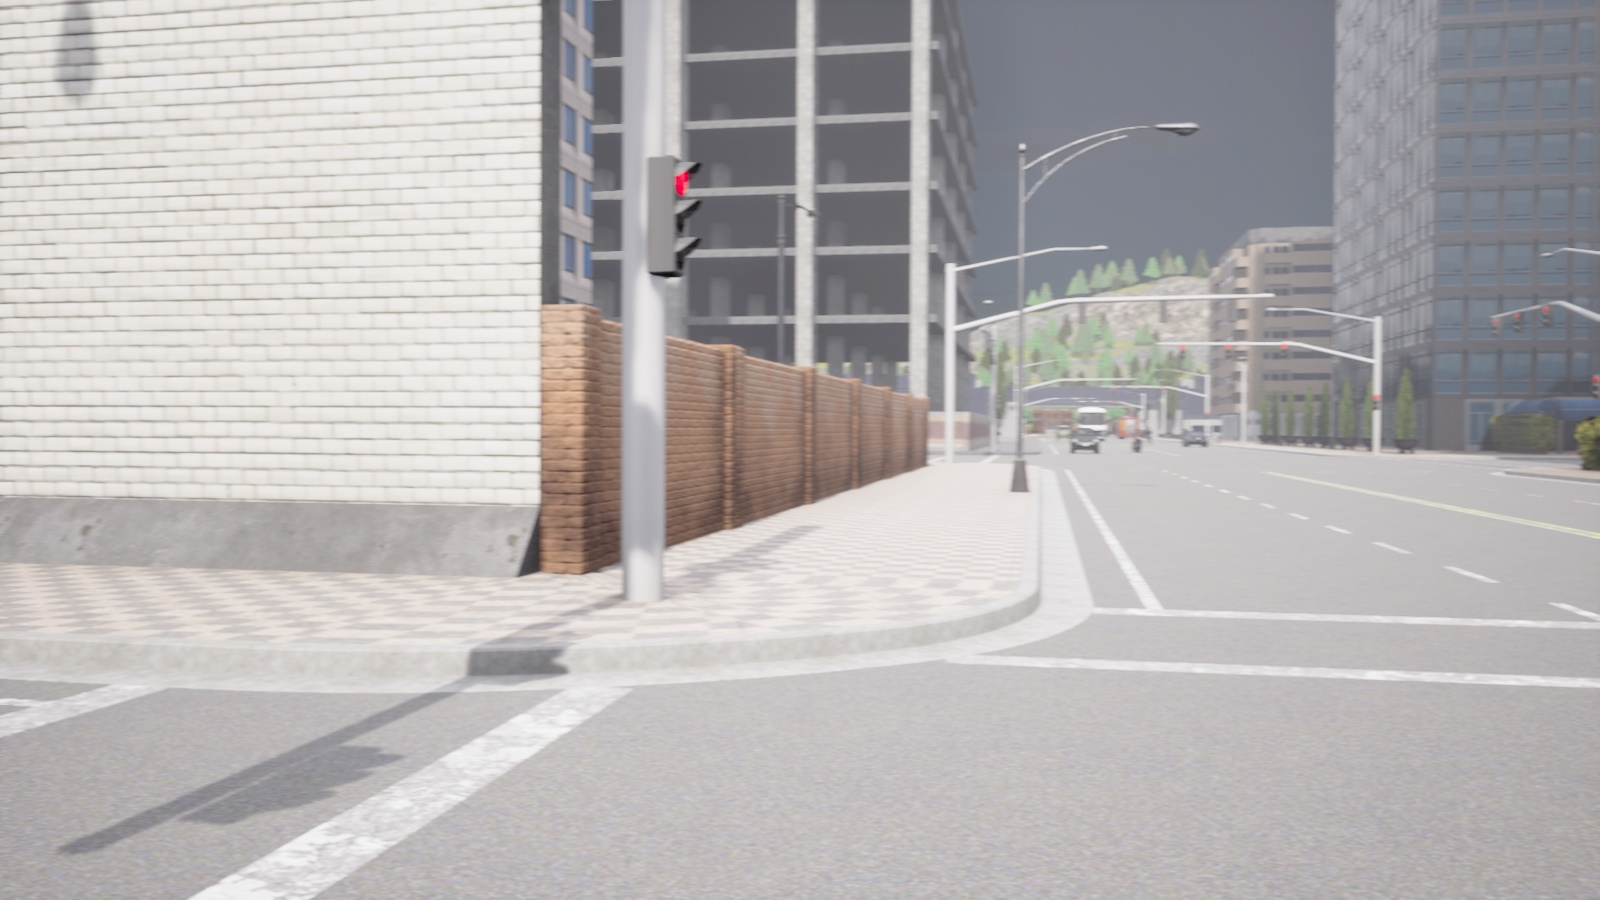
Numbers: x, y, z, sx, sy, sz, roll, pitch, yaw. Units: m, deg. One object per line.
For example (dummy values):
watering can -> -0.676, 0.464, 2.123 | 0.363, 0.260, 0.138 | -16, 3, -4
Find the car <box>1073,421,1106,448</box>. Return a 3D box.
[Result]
car -> 18.029, -0.981, 78.431 | 1.851, 1.617, 3.988 | -1, 1, 11
